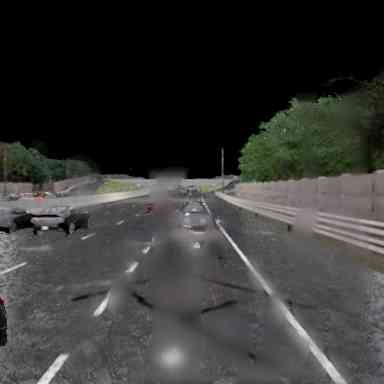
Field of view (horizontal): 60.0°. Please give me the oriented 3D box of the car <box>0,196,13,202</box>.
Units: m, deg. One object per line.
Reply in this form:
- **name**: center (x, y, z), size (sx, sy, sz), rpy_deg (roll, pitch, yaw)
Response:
- **car**: center (-27.792, 1.246, 49.962), size (2.033, 1.411, 5.357), rpy_deg (0, 1, 1)

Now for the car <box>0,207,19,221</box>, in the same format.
- **car**: center (-10.361, 1.539, 18.911), size (1.994, 1.385, 4.181), rpy_deg (0, 0, 0)

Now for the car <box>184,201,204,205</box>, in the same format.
- **car**: center (0.203, 1.505, 31.174), size (1.994, 1.385, 4.181), rpy_deg (0, 0, 0)

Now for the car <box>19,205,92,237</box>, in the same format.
- **car**: center (-6.865, 1.469, 17.967), size (2.128, 1.511, 4.902), rpy_deg (0, 0, 0)

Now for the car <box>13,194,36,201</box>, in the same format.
- **car**: center (-24.304, 1.049, 50.038), size (2.097, 1.767, 4.553), rpy_deg (0, 1, 1)

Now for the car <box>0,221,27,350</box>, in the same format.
- **car**: center (-3.500, 1.348, 2.588), size (2.097, 1.767, 4.553), rpy_deg (0, 0, 0)

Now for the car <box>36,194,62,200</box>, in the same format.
- **car**: center (-20.812, 1.213, 49.468), size (1.837, 1.490, 4.892), rpy_deg (0, 1, 1)

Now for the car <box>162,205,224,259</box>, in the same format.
- **car**: center (0.118, 1.476, 12.596), size (2.128, 1.511, 4.902), rpy_deg (0, 0, 0)

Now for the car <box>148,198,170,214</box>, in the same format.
- **car**: center (-3.376, 1.394, 34.504), size (1.882, 1.535, 5.008), rpy_deg (0, 0, 0)
